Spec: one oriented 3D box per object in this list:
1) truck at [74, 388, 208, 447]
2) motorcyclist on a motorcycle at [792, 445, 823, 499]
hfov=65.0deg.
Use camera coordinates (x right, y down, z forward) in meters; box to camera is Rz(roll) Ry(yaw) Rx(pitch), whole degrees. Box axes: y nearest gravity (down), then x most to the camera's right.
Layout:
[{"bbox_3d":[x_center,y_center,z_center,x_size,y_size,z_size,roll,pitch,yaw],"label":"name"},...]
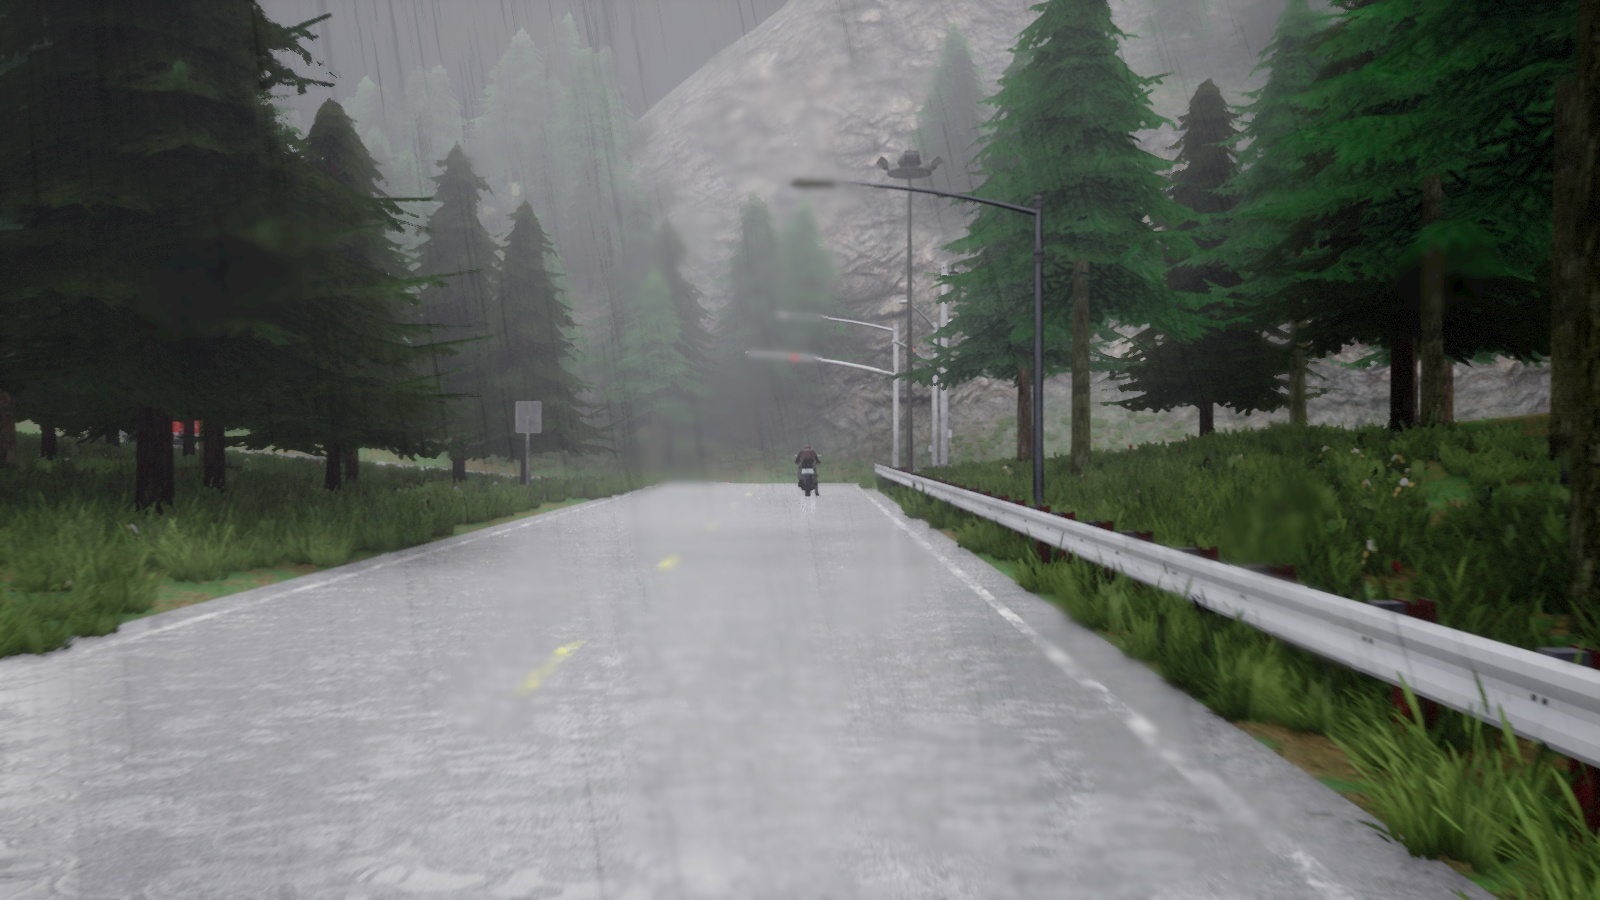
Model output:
[{"bbox_3d":[-32.752,-1.578,62.531,5.204,2.467,2.627,5,0,8],"label":"truck"},{"bbox_3d":[0.225,0.626,36.882,0.866,1.530,2.191,0,0,0],"label":"motorcyclist on a motorcycle"}]
